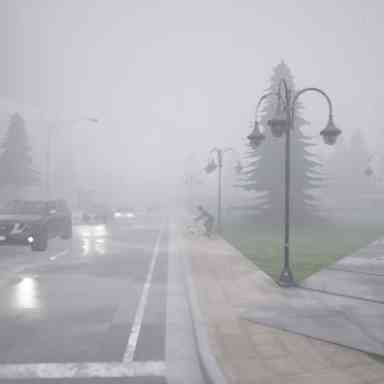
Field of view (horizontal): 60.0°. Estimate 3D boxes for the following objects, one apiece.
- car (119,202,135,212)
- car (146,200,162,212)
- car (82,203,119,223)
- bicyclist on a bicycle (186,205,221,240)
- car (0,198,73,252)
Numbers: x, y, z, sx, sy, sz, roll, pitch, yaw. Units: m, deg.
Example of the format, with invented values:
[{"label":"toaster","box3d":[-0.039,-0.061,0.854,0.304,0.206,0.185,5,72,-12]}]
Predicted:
[{"label":"car","box3d":[-8.733,1.961,43.951,1.895,1.301,4.718,1,-1,-4]},{"label":"car","box3d":[-5.257,1.910,45.910,2.128,1.511,4.902,1,-1,-4]},{"label":"car","box3d":[-7.753,1.693,27.792,2.128,1.511,4.902,1,-1,-4]},{"label":"bicyclist on a bicycle","box3d":[0.539,1.464,15.648,1.656,1.620,0.582,0,-1,-4]},{"label":"car","box3d":[-6.879,1.290,14.454,2.150,2.045,5.566,1,-1,-4]}]
